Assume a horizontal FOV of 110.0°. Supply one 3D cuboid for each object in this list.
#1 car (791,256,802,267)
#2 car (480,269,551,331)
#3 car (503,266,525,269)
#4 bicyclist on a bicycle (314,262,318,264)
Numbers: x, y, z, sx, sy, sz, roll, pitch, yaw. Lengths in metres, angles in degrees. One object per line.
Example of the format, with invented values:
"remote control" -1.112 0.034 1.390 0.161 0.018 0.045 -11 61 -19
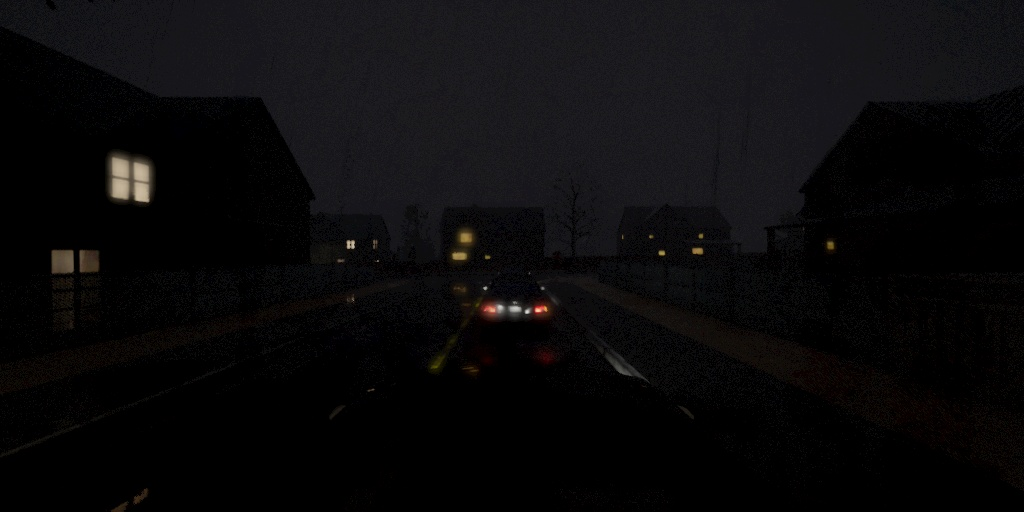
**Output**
"car" 29.055 0.494 34.398 4.892 1.490 1.837 -2 1 0
"car" 0.079 1.290 10.841 2.033 1.411 5.357 0 0 0
"car" 0.109 1.290 21.248 2.033 1.411 5.357 0 0 2
"bicyclist on a bicycle" -20.241 1.410 37.132 0.582 1.620 1.656 -1 1 0
